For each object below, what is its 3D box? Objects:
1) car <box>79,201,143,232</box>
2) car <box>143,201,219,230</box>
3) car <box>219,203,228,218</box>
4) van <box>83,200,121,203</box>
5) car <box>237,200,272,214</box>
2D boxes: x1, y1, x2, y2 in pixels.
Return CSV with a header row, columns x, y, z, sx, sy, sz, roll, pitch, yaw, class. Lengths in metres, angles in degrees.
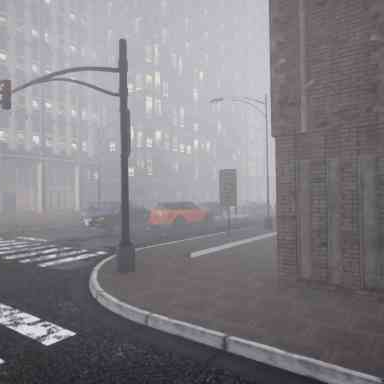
x,y,z,sx,sy,sz,roll,pitch,yaw,class
-4.633,1.557,20.983,2.128,1.511,4.902,-1,-1,34,car
-0.585,1.359,21.185,2.097,1.767,4.553,-1,-1,36,car
1.298,1.563,29.228,1.882,1.535,5.008,-1,-1,36,car
-6.008,1.460,23.498,1.690,1.788,3.998,-2,-1,36,van
7.255,1.707,37.514,1.895,1.301,4.718,-1,-1,36,car
